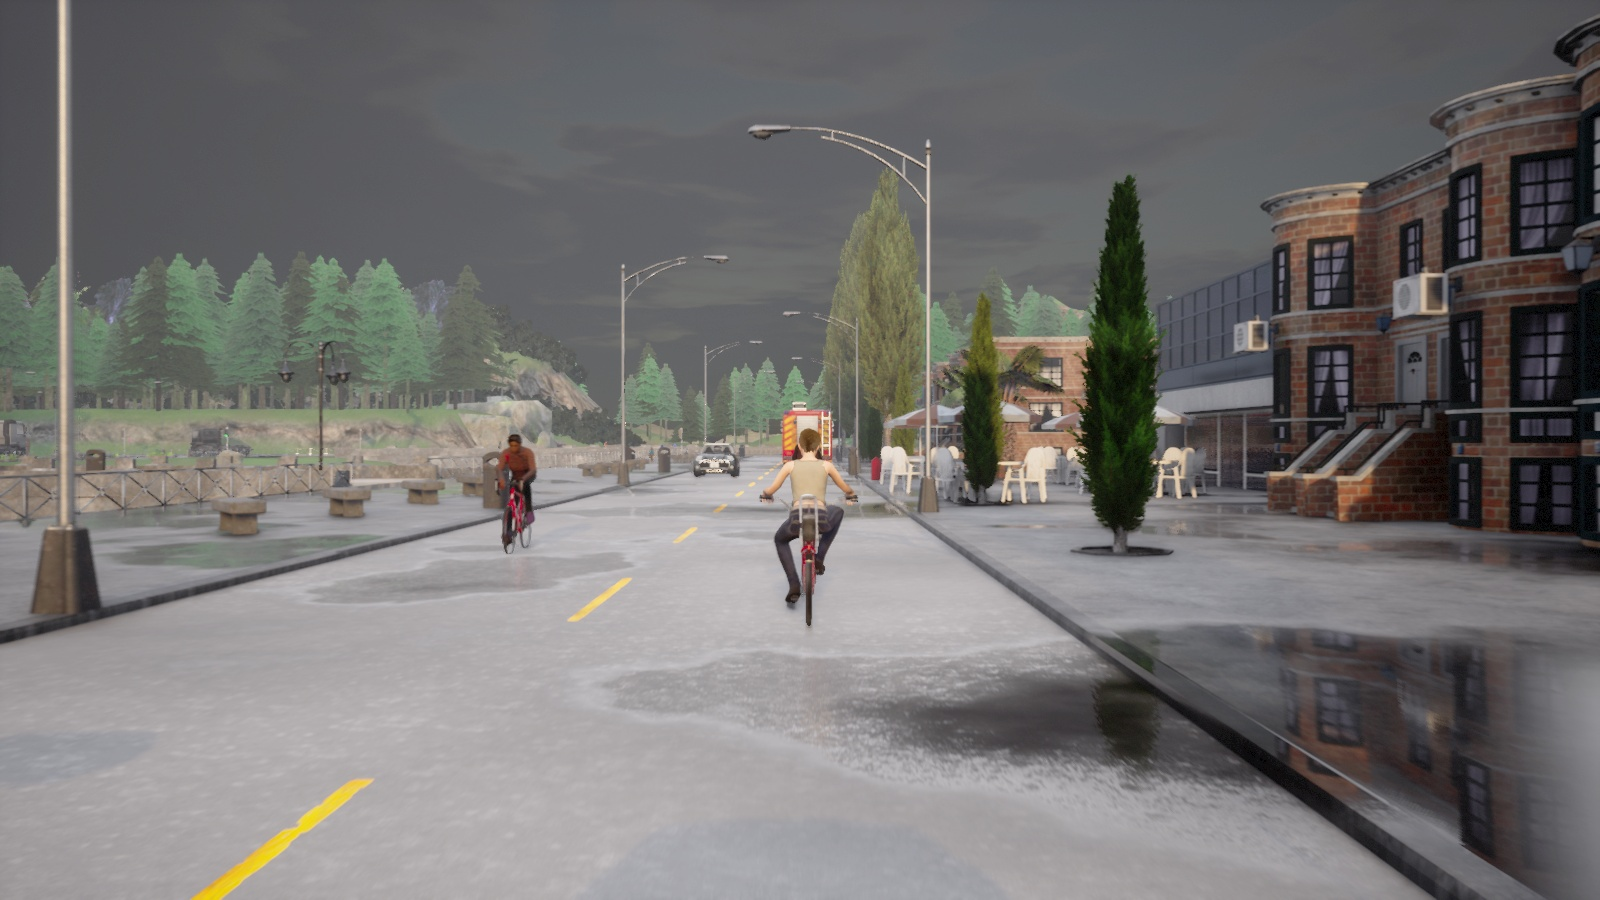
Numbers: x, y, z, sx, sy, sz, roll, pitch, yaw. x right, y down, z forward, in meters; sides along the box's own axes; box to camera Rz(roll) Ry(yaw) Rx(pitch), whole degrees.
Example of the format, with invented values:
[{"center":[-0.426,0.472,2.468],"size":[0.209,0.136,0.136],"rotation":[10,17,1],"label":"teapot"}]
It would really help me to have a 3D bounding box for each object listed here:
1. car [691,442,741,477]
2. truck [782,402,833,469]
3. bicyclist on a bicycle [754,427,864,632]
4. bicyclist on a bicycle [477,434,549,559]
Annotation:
[{"center":[-3.677,0.396,55.558],"size":[1.970,1.475,3.806],"rotation":[0,0,0],"label":"car"},{"center":[0.432,-0.842,75.216],"size":[2.891,3.827,8.468],"rotation":[0,0,0],"label":"truck"},{"center":[0.074,0.623,10.646],"size":[0.866,1.612,1.509],"rotation":[0,0,0],"label":"bicyclist on a bicycle"},{"center":[-3.889,0.600,17.119],"size":[0.582,1.620,1.656],"rotation":[0,1,0],"label":"bicyclist on a bicycle"}]
